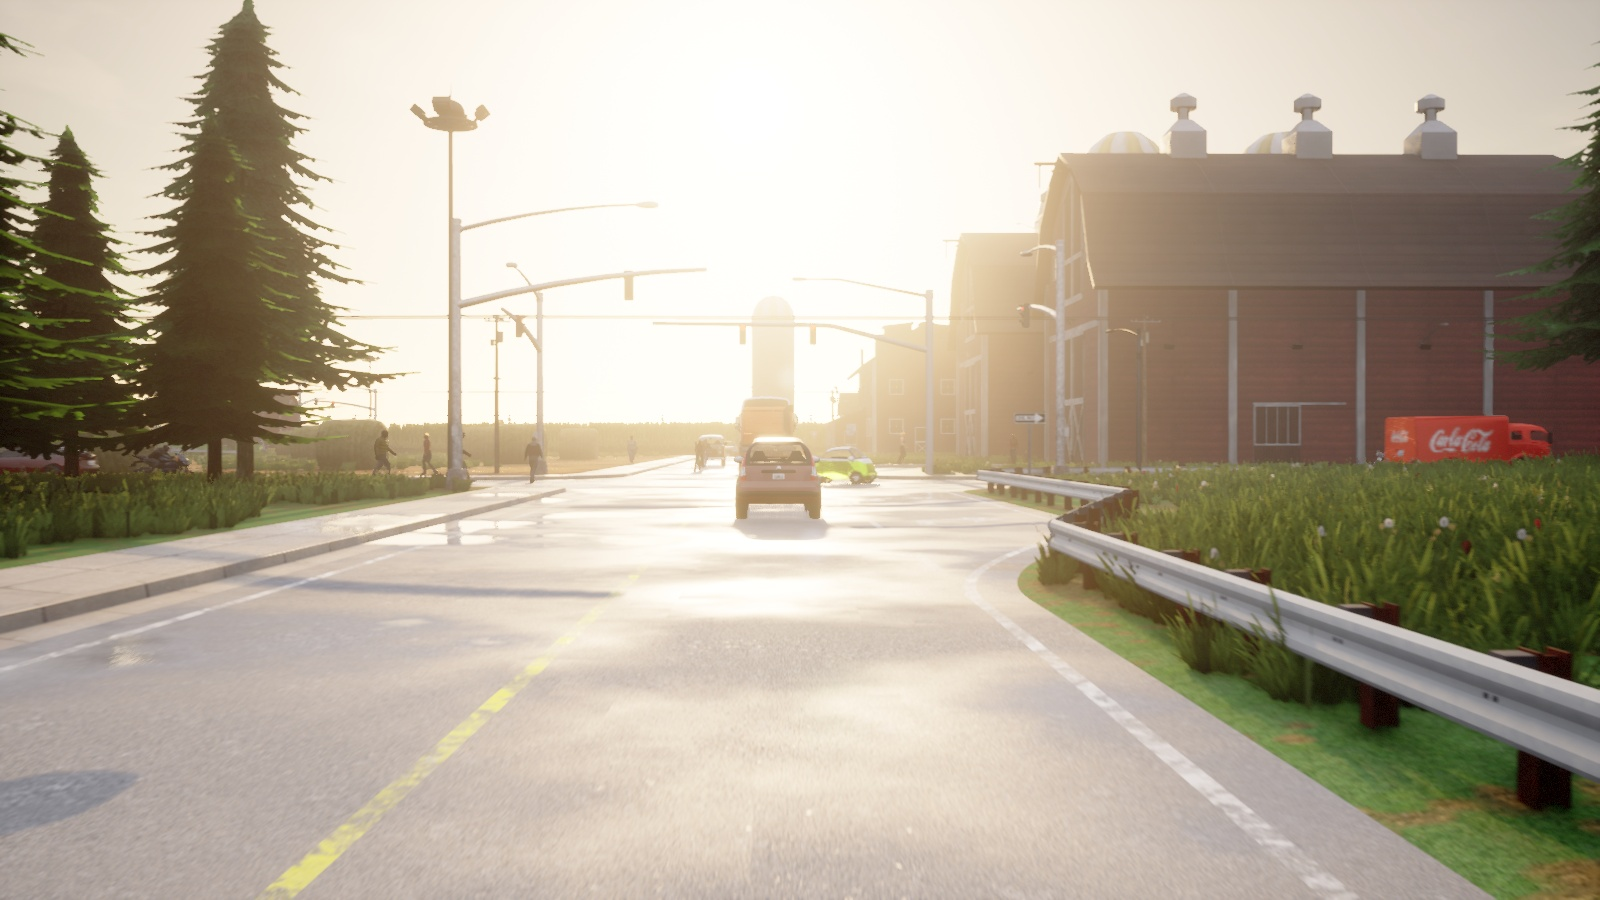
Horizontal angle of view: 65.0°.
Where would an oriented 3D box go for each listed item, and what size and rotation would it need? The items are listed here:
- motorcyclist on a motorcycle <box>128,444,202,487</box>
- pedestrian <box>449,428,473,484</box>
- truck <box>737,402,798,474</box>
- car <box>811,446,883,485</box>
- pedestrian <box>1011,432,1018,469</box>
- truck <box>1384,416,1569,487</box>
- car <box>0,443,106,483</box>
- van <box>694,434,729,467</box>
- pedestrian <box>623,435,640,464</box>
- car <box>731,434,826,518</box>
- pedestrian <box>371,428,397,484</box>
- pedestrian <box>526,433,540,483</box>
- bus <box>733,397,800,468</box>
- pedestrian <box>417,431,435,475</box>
[{"bbox_3d":[-22.450,0.541,44.426,2.191,1.530,0.866,0,0,-1],"label":"motorcyclist on a motorcycle"},{"bbox_3d":[-11.094,0.188,41.137,0.703,1.840,0.431,0,0,-9],"label":"pedestrian"},{"bbox_3d":[-1.646,-0.613,63.747,2.891,3.462,7.936,0,1,-2],"label":"truck"},{"bbox_3d":[1.721,0.562,45.835,2.207,1.376,1.481,0,1,23],"label":"car"},{"bbox_3d":[10.702,0.044,62.762,0.331,1.846,0.636,0,0,9],"label":"pedestrian"},{"bbox_3d":[24.167,0.049,45.032,5.204,2.467,2.627,0,0,-1],"label":"truck"},{"bbox_3d":[-29.443,0.482,47.835,4.792,1.488,2.163,0,0,-1],"label":"car"},{"bbox_3d":[-5.678,0.009,80.775,2.069,2.038,4.480,0,0,-2],"label":"van"},{"bbox_3d":[-10.731,-0.052,79.915,0.874,1.855,0.900,0,0,6],"label":"pedestrian"},{"bbox_3d":[-0.481,0.495,26.408,1.851,1.617,3.988,0,0,-2],"label":"car"},{"bbox_3d":[-13.609,0.187,41.071,0.726,1.835,0.370,0,0,-2],"label":"pedestrian"},{"bbox_3d":[-9.949,0.295,46.761,0.376,1.854,0.720,0,0,1],"label":"pedestrian"},{"bbox_3d":[-2.147,-1.085,79.888,3.944,4.253,10.273,0,0,-2],"label":"bus"},{"bbox_3d":[-15.765,0.109,52.961,0.636,1.846,0.331,0,0,3],"label":"pedestrian"}]
